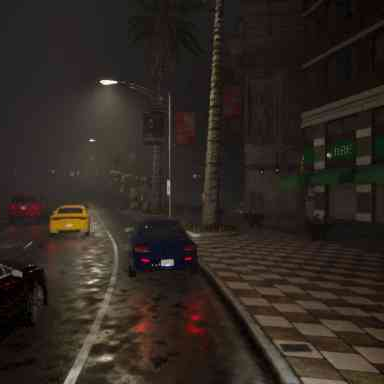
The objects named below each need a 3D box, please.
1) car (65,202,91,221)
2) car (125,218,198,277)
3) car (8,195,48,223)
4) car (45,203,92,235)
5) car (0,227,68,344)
[{"bbox_3d":[-9.633,1.593,28.172,1.895,1.301,4.718,0,0,-18],"label":"car"},{"bbox_3d":[-1.034,1.525,10.202,1.812,1.442,4.674,0,0,-11],"label":"car"},{"bbox_3d":[-12.486,1.211,25.600,2.150,2.045,5.566,0,0,-17],"label":"car"},{"bbox_3d":[-6.647,1.472,18.428,1.882,1.535,5.008,0,0,-17],"label":"car"},{"bbox_3d":[-3.394,1.489,4.044,2.128,1.511,4.902,0,0,-4],"label":"car"}]
